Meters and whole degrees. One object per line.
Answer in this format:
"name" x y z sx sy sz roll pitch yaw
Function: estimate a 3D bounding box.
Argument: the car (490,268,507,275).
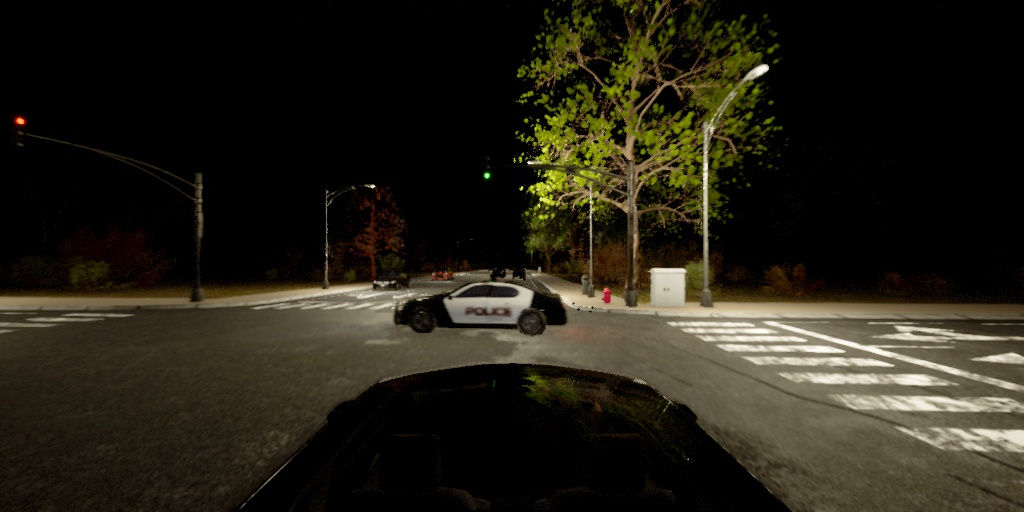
"car" -2.201 2.696 53.275 1.994 1.385 4.181 0 -2 1

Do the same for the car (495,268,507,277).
"car" -1.943 2.910 63.305 1.837 1.490 4.892 0 -2 1

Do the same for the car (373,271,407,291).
"car" -9.423 1.955 28.618 1.812 1.442 4.674 0 -2 2

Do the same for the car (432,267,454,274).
"car" -8.937 2.284 46.533 2.097 1.767 4.553 0 -2 2

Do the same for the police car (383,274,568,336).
"police car" -0.887 1.430 10.602 4.974 1.542 2.038 0 -2 5

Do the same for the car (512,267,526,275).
"car" 1.038 2.602 52.777 1.882 1.535 5.008 0 -2 1

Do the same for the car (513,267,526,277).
"car" 1.305 2.762 63.196 2.097 1.767 4.553 0 -2 1
